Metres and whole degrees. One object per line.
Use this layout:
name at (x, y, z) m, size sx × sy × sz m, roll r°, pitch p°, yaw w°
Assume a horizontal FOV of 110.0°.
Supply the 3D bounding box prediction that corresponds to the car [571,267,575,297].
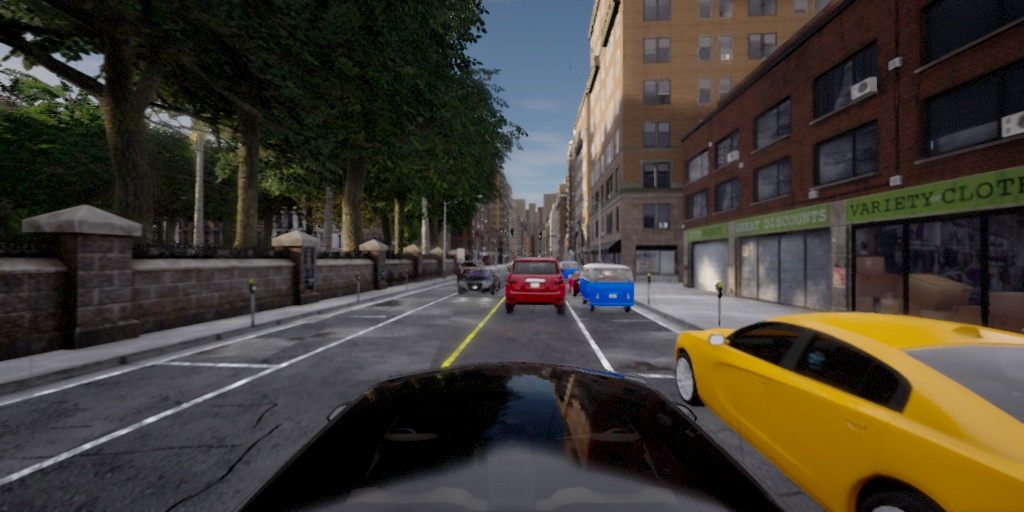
car at (4.144, 1.465, 20.235) m, size 1.888 × 1.381 × 4.507 m, roll 0°, pitch 0°, yaw 4°

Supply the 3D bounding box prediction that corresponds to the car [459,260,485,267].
car at (-3.516, 1.307, 32.120) m, size 2.192 × 1.841 × 5.009 m, roll 0°, pitch 0°, yaw 4°

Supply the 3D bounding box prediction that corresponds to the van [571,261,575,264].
van at (4.988, 1.354, 31.524) m, size 1.690 × 1.789 × 3.998 m, roll 0°, pitch 0°, yaw 4°

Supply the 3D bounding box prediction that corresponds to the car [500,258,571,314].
car at (0.966, 1.086, 14.624) m, size 2.150 × 2.045 × 5.566 m, roll 0°, pitch 0°, yaw 4°

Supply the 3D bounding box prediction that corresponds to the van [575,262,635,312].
van at (3.722, 1.213, 14.590) m, size 1.690 × 1.789 × 3.998 m, roll 0°, pitch 0°, yaw 4°

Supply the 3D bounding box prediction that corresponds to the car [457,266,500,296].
car at (-1.793, 1.469, 20.671) m, size 1.994 × 1.385 × 4.181 m, roll 0°, pitch 0°, yaw 4°

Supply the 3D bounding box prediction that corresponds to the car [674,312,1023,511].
car at (3.161, 1.251, 3.259) m, size 1.882 × 1.535 × 5.008 m, roll 0°, pitch -1°, yaw 4°
